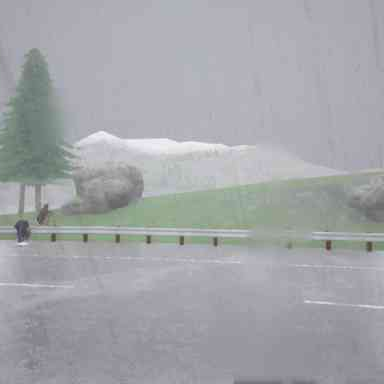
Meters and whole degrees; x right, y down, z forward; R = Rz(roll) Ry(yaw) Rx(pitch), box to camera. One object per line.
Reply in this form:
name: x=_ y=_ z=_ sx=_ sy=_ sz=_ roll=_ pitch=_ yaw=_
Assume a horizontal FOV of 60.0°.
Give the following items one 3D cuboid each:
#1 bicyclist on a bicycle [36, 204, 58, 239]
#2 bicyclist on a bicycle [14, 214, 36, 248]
bicyclist on a bicycle: x=-6.853 y=1.245 z=15.508 sx=0.582 sy=1.656 sz=1.620 roll=35 pitch=18 yaw=-46
bicyclist on a bicycle: x=-7.229 y=1.734 z=14.191 sx=0.582 sy=1.656 sz=1.620 roll=0 pitch=1 yaw=-16
